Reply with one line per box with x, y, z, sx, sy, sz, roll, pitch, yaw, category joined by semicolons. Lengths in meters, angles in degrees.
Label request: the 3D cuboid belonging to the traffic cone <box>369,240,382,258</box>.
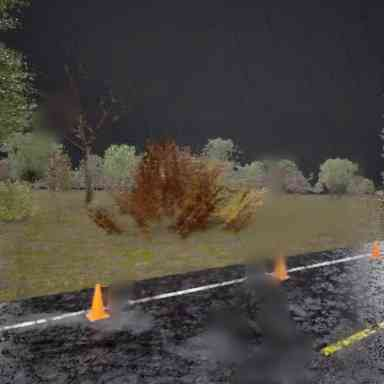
6.528;2.011;11.780;0.340;0.580;0.340;0;0;-35;traffic cone

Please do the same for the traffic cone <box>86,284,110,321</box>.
-1.703;1.961;6.031;0.340;0.580;0.340;0;0;-35;traffic cone

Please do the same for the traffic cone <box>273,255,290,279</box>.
2.403;1.983;8.918;0.340;0.580;0.340;0;0;-35;traffic cone
